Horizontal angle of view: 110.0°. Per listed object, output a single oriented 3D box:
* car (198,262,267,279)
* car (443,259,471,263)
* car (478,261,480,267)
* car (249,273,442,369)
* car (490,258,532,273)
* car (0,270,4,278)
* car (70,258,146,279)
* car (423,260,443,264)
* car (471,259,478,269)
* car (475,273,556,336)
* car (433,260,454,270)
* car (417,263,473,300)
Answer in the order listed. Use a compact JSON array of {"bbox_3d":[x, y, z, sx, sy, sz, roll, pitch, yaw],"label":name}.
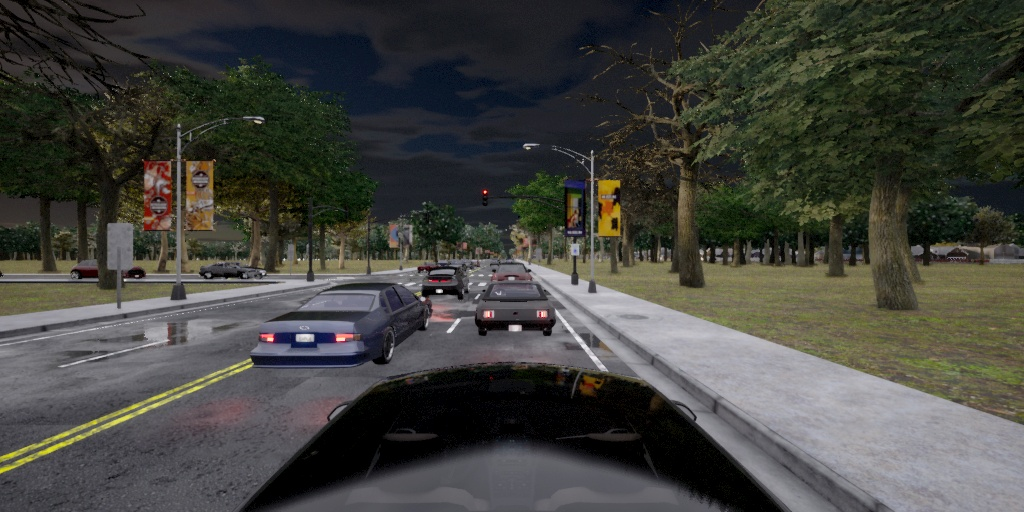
[{"bbox_3d":[-23.063,1.225,29.737,4.902,1.511,2.128,0,0,0],"label":"car"},{"bbox_3d":[-6.787,1.258,44.869,2.128,1.511,4.902,0,0,0],"label":"car"},{"bbox_3d":[-6.840,1.313,64.441,1.812,1.442,4.674,0,0,0],"label":"car"},{"bbox_3d":[-3.172,1.298,7.980,2.033,1.411,5.357,0,0,0],"label":"car"},{"bbox_3d":[-0.012,1.106,19.340,2.097,1.767,4.553,0,0,0],"label":"car"},{"bbox_3d":[-45.169,1.275,29.673,4.181,1.385,1.994,0,0,1],"label":"car"},{"bbox_3d":[-33.320,1.073,29.698,4.553,1.767,2.097,0,0,0],"label":"car"},{"bbox_3d":[-10.033,1.367,43.380,1.895,1.301,4.718,0,0,0],"label":"car"},{"bbox_3d":[-6.826,1.267,54.205,2.128,1.511,4.902,0,0,0],"label":"car"},{"bbox_3d":[0.068,1.352,10.355,1.895,1.301,4.718,0,0,0],"label":"car"},{"bbox_3d":[-10.073,1.321,53.032,2.033,1.411,5.357,0,0,0],"label":"car"},{"bbox_3d":[-3.196,1.258,17.814,1.837,1.490,4.892,0,0,-2],"label":"car"}]
